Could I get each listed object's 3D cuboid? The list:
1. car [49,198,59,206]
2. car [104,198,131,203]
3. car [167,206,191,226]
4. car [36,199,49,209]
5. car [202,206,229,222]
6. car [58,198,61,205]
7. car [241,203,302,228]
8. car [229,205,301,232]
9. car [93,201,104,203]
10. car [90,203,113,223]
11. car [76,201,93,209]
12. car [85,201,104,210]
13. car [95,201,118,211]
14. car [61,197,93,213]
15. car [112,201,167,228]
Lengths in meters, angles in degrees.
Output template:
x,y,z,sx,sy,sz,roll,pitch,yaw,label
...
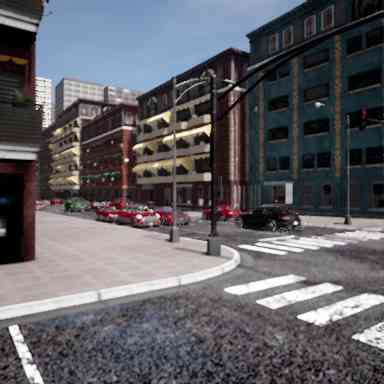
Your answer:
x,y,z,sx,sy,sz,roll,pitch,yaw,label
-32.265,2.312,78.995,2.192,1.841,5.009,-1,0,-35,car
-10.125,1.839,47.083,2.192,1.841,5.009,-1,0,-35,car
-1.873,1.810,25.712,1.994,1.385,4.181,0,-1,-35,car
-26.074,2.161,56.249,1.967,1.590,4.097,-1,0,-35,car
2.535,1.834,28.850,1.802,1.307,4.206,-1,0,-35,car
-25.935,2.413,69.876,2.008,1.369,4.403,-1,0,-35,car
5.699,1.623,24.294,1.967,1.590,4.097,-1,0,-35,car
4.772,1.683,21.328,1.812,1.442,4.674,0,-1,-34,car
-13.426,2.150,47.446,1.895,1.301,4.718,0,-1,-34,car
-7.094,1.895,28.896,1.802,1.307,4.206,-1,0,-35,car
-19.609,2.310,60.759,1.802,1.307,4.206,-1,0,-35,car
-16.446,2.242,56.200,1.802,1.307,4.206,-1,0,-35,car
-13.284,2.143,51.641,2.008,1.369,4.403,-1,0,-35,car
-16.033,1.776,46.216,2.150,2.045,5.566,0,-1,-34,car
-3.933,1.685,24.337,1.967,1.590,4.097,-1,0,-35,car
